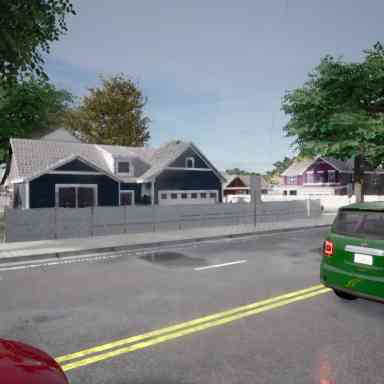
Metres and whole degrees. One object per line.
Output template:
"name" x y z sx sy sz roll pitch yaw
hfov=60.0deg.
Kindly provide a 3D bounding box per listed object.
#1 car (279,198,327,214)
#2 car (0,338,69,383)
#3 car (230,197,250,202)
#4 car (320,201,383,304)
"car" 12.201 1.494 36.926 1.882 1.535 5.008 -1 0 -33
"car" -3.054 1.476 1.263 5.008 1.535 1.882 0 0 -35
"car" 7.024 1.431 45.076 2.097 1.767 4.553 -1 0 -31
"car" 5.067 1.210 7.098 5.566 2.045 2.150 0 0 -35
